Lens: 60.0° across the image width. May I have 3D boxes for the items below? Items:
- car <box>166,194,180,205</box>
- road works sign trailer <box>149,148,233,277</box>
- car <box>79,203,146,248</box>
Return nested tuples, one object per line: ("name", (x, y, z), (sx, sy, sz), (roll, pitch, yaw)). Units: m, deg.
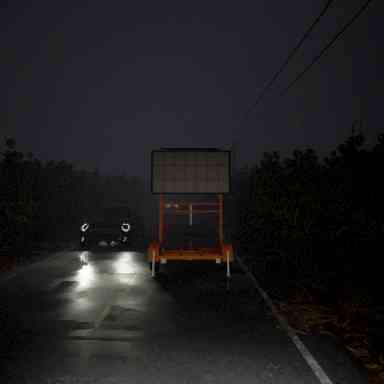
("car", (-3.409, 1.221, 59.842), (2.150, 2.045, 5.566), (0, 0, 0))
("road works sign trailer", (-0.035, 0.464, 10.220), (2.380, 3.560, 2.880), (0, 0, 0))
("car", (-3.351, 1.352, 14.723), (2.097, 1.767, 4.553), (0, 0, 0))
